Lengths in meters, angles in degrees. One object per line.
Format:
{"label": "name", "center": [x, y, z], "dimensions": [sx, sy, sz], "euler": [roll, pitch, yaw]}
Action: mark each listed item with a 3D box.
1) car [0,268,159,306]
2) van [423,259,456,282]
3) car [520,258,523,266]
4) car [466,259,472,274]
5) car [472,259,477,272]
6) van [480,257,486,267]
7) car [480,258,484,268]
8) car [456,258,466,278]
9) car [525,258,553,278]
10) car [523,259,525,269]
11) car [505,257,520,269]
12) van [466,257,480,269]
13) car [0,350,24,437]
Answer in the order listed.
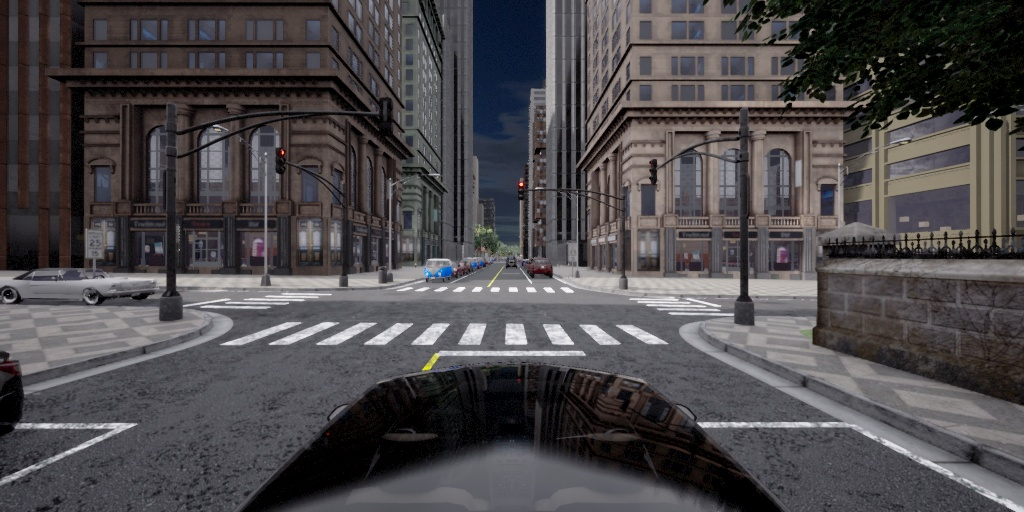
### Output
{"label": "car", "center": [-16.565, 1.119, 13.679], "dimensions": [4.718, 1.301, 1.895], "euler": [1, 0, 0]}
{"label": "van", "center": [-5.816, 1.104, 28.434], "dimensions": [1.690, 1.789, 3.998], "euler": [0, 0, 0]}
{"label": "car", "center": [2.656, 1.350, 55.663], "dimensions": [2.007, 1.370, 4.403], "euler": [0, 0, 0]}
{"label": "car", "center": [-5.837, 1.321, 39.316], "dimensions": [1.888, 1.381, 4.507], "euler": [0, 0, 0]}
{"label": "car", "center": [-5.848, 1.349, 44.757], "dimensions": [1.948, 1.339, 4.313], "euler": [0, 0, 0]}
{"label": "van", "center": [-5.880, 1.149, 61.081], "dimensions": [1.690, 1.789, 3.998], "euler": [0, 0, 0]}
{"label": "car", "center": [-5.870, 1.345, 55.640], "dimensions": [1.888, 1.381, 4.507], "euler": [0, 0, 0]}
{"label": "car", "center": [-5.826, 1.209, 33.875], "dimensions": [1.967, 1.591, 4.097], "euler": [0, 0, 0]}
{"label": "car", "center": [2.699, 1.084, 33.901], "dimensions": [2.192, 1.841, 5.009], "euler": [0, 0, 0]}
{"label": "car", "center": [2.688, 1.090, 39.341], "dimensions": [2.192, 1.841, 5.009], "euler": [0, 0, 0]}
{"label": "car", "center": [-0.063, 1.310, 59.091], "dimensions": [1.837, 1.490, 4.892], "euler": [0, 0, 1]}
{"label": "van", "center": [-5.859, 1.132, 50.198], "dimensions": [1.690, 1.789, 3.998], "euler": [0, 0, 0]}
{"label": "car", "center": [-5.763, 1.316, 1.777], "dimensions": [1.948, 1.339, 4.313], "euler": [0, 0, 0]}
